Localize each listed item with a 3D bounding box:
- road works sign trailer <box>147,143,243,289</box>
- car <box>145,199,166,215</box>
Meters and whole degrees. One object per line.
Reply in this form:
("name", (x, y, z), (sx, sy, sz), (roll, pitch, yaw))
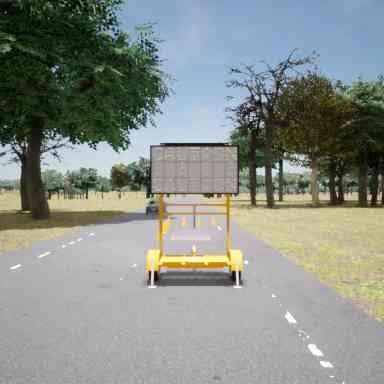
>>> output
("road works sign trailer", (0.067, 0.461, 9.161), (2.380, 3.560, 2.880), (0, 0, 0))
("car", (-3.703, 1.513, 34.579), (1.837, 1.490, 4.892), (0, 0, 0))
